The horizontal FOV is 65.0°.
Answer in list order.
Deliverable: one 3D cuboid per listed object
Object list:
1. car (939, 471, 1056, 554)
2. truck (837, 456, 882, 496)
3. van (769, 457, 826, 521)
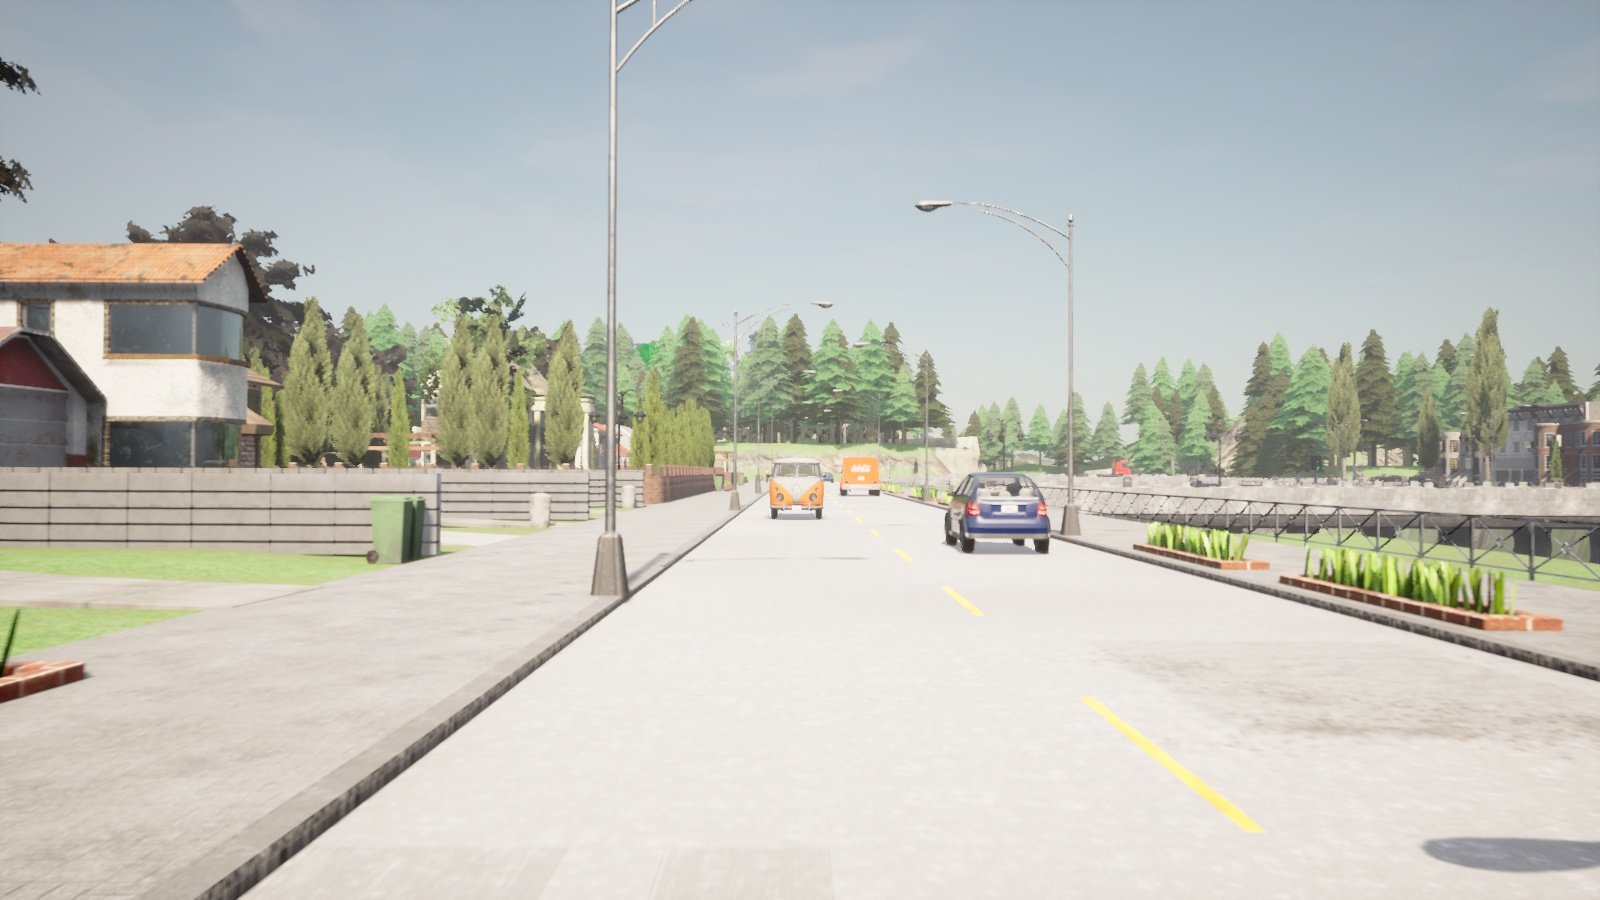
[{"bbox_3d":[3.940,1.206,25.581,1.789,1.549,3.705,0,-1,0],"label":"car"},{"bbox_3d":[3.807,1.668,80.987,2.627,2.467,5.204,0,-1,0],"label":"truck"},{"bbox_3d":[-0.099,1.263,41.508,1.775,1.987,4.442,0,-1,0],"label":"van"}]
